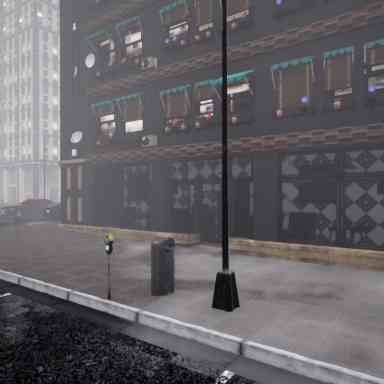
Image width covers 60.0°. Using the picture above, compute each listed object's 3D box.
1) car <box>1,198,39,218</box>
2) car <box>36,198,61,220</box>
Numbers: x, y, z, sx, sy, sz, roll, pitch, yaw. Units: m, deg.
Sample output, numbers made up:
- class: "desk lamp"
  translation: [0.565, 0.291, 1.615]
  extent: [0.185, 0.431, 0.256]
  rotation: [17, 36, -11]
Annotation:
- class: "car"
  translation: [-12.897, 1.262, 27.047]
  extent: [1.812, 1.442, 4.674]
  rotation: [0, 1, 35]
- class: "car"
  translation: [-8.261, 1.279, 23.555]
  extent: [1.947, 1.339, 4.313]
  rotation: [1, 1, 35]
